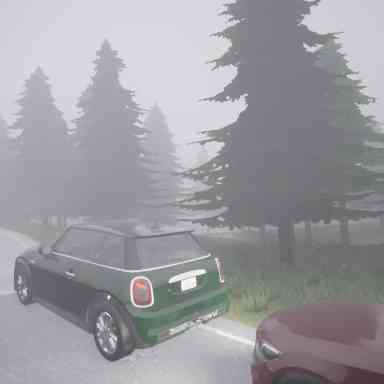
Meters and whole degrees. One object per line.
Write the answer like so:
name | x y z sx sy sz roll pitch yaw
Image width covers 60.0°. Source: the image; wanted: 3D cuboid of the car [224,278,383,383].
car | 2.754 1.531 2.593 4.674 1.442 1.812 1 0 36

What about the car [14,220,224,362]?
car | -1.576 1.308 6.213 4.553 1.767 2.097 1 1 44
